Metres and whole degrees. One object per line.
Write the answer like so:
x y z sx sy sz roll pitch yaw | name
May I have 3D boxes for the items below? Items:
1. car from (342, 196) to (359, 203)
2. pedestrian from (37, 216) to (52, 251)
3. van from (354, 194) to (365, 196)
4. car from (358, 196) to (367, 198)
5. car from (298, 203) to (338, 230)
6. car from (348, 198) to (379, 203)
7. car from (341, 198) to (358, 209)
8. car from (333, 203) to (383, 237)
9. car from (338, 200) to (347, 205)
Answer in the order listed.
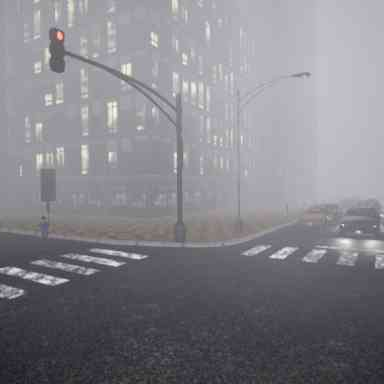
19.065 1.517 40.993 1.887 1.381 4.507 -1 0 29 | car
-5.219 1.412 11.846 0.375 1.300 0.375 0 0 30 | pedestrian
30.144 1.300 60.713 1.690 1.788 3.998 -1 0 29 | van
19.262 1.479 35.827 1.837 1.490 4.892 0 0 29 | car
7.901 1.511 21.127 1.752 1.417 4.829 -1 0 29 | car
14.204 1.472 26.973 2.128 1.511 4.902 0 0 30 | car
21.836 1.551 45.922 1.802 1.307 4.206 -1 0 29 | car
9.311 1.534 18.308 2.033 1.411 5.357 0 0 29 | car
10.755 1.548 26.205 1.947 1.339 4.313 -1 0 29 | car
